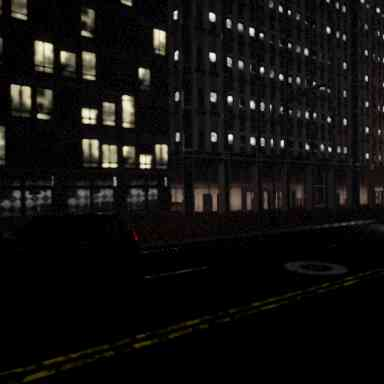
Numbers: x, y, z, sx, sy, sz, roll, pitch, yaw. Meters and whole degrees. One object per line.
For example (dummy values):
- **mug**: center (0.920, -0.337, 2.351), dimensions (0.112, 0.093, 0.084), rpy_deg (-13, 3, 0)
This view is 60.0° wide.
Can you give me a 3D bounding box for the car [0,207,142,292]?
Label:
- **car**: center (-3.745, 1.340, 8.993), dimensions (4.553, 1.767, 2.097), rpy_deg (0, 0, -35)
